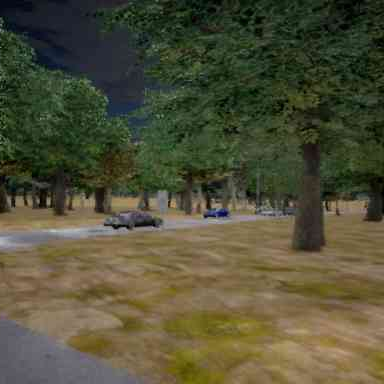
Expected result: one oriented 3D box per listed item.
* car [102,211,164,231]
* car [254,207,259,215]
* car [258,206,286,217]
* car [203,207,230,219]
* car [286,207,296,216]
[{"bbox_3d":[-4.441,2.182,25.962,2.033,1.411,5.357,-1,-2,33],"label":"car"},{"bbox_3d":[12.289,3.121,57.085,1.837,1.490,4.892,-1,-3,33],"label":"car"},{"bbox_3d":[12.540,3.230,51.910,1.895,1.301,4.718,-1,-2,34],"label":"car"},{"bbox_3d":[3.258,2.716,43.417,1.882,1.535,5.008,-1,-2,33],"label":"car"},{"bbox_3d":[17.989,3.516,60.327,1.837,1.490,4.892,-1,-3,33],"label":"car"}]
